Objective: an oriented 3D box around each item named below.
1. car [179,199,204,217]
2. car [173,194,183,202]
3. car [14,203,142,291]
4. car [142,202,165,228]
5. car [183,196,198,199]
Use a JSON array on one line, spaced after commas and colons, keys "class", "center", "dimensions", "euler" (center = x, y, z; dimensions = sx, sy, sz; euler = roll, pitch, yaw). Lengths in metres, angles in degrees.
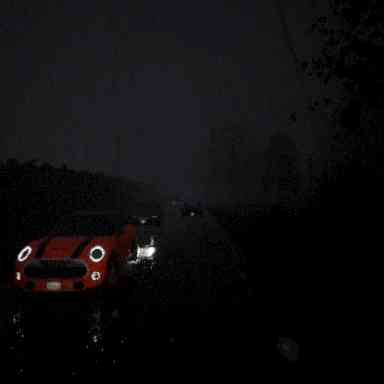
[{"class": "car", "center": [0.051, 1.546, 29.972], "dimensions": [1.895, 1.301, 4.718], "euler": [0, 0, 0]}, {"class": "car", "center": [-2.771, 1.171, 67.812], "dimensions": [2.097, 1.767, 4.553], "euler": [0, 0, 0]}, {"class": "car", "center": [-2.849, 1.338, 9.108], "dimensions": [2.097, 1.767, 4.553], "euler": [0, 0, 0]}, {"class": "car", "center": [-2.838, 1.454, 21.862], "dimensions": [2.128, 1.511, 4.902], "euler": [0, 0, 0]}, {"class": "car", "center": [0.051, 1.380, 45.539], "dimensions": [1.882, 1.535, 5.008], "euler": [0, 0, 0]}]
